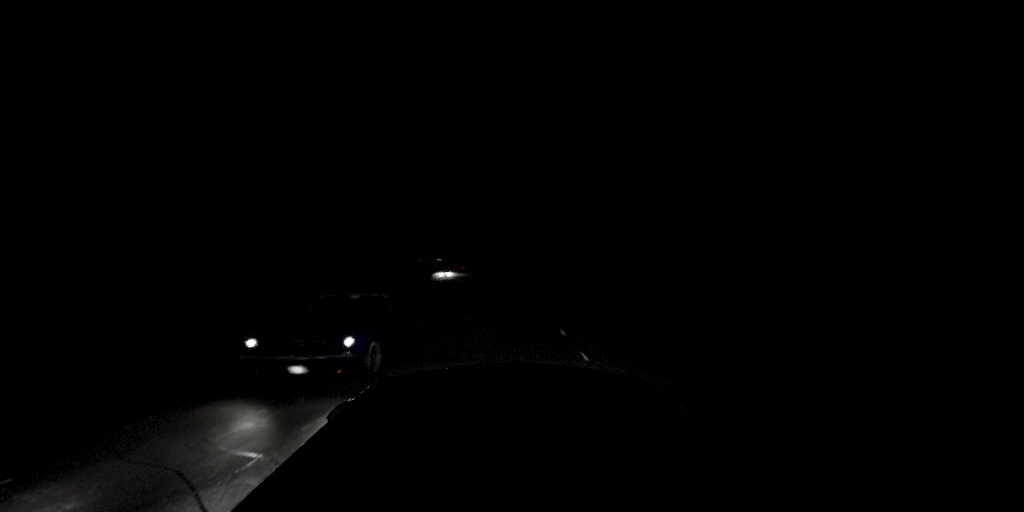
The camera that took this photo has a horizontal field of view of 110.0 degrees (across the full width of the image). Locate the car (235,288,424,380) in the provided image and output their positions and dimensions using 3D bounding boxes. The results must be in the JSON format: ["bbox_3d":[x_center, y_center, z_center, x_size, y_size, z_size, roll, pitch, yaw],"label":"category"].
[{"bbox_3d":[-3.255,1.397,7.530,1.895,1.301,4.718,0,0,-2],"label":"car"}]

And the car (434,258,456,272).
[{"bbox_3d":[-9.600,1.474,51.164,2.128,1.511,4.902,-1,1,-14],"label":"car"}]
